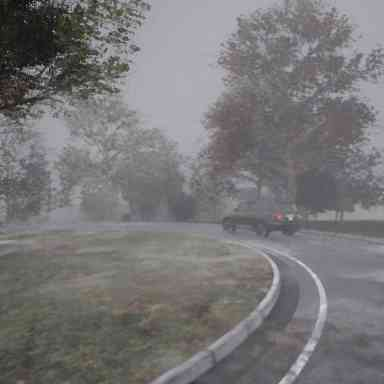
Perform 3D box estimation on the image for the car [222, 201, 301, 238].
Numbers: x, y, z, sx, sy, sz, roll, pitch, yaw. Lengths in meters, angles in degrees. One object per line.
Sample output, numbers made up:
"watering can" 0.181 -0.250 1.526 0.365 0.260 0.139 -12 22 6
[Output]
"car" 4.077 1.594 20.353 2.150 2.045 5.566 1 -2 -28
